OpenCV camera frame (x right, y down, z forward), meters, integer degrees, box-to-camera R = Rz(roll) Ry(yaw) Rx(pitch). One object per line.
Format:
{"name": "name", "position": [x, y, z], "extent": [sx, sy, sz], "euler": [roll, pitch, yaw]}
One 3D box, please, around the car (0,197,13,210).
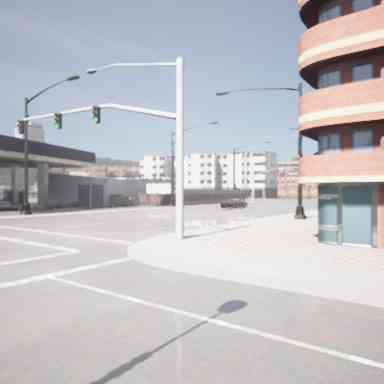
{"name": "car", "position": [-22.764, 1.364, 39.063], "extent": [3.806, 1.475, 1.970], "euler": [0, 0, 36]}

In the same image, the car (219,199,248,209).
{"name": "car", "position": [5.455, 1.555, 43.294], "extent": [1.895, 1.301, 4.718], "euler": [0, 0, 35]}
